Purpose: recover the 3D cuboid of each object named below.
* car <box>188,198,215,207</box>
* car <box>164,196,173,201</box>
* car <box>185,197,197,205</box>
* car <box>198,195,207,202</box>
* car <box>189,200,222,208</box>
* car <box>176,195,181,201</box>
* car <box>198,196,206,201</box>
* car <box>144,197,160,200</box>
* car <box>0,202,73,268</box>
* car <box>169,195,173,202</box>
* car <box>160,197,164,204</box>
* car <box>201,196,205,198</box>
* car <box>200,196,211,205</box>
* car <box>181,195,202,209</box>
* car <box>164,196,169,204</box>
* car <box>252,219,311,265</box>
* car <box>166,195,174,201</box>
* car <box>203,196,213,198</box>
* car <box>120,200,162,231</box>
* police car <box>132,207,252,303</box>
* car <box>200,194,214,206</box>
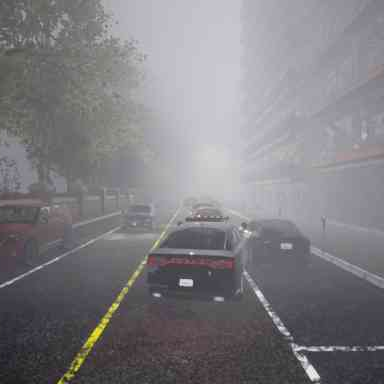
[{"bbox_3d":[0.827,1.483,24.208,1.882,1.535,5.008,0,0,0],"label":"car"},{"bbox_3d":[-5.950,1.622,84.619,2.008,1.369,4.403,0,0,0],"label":"car"},{"bbox_3d":[-0.179,1.599,58.795,1.994,1.385,4.181,0,0,0],"label":"car"},{"bbox_3d":[2.447,1.502,79.015,1.967,1.590,4.097,0,0,0],"label":"car"},{"bbox_3d":[0.845,1.458,18.398,1.801,1.575,5.366,0,0,0],"label":"car"},{"bbox_3d":[-3.274,1.587,89.369,1.837,1.490,4.892,0,-1,0],"label":"car"},{"bbox_3d":[2.430,1.638,84.646,1.947,1.339,4.313,0,0,0],"label":"car"},{"bbox_3d":[-5.829,1.461,45.209,1.967,1.590,4.097,0,0,0],"label":"car"},{"bbox_3d":[-5.724,1.316,11.428,2.192,1.841,5.009,0,0,0],"label":"car"},{"bbox_3d":[-5.932,1.587,78.819,1.752,1.417,4.829,0,0,0],"label":"car"},{"bbox_3d":[-5.847,1.467,50.837,1.967,1.590,4.097,0,0,0],"label":"car"},{"bbox_3d":[2.551,1.565,45.235,1.887,1.381,4.507,0,0,0],"label":"car"},{"bbox_3d":[2.499,1.479,62.125,1.967,1.590,4.097,0,0,0],"label":"car"},{"bbox_3d":[-0.107,1.374,46.105,2.097,1.767,4.553,0,0,0],"label":"car"},{"bbox_3d":[-5.880,1.590,62.098,2.008,1.369,4.403,0,0,0],"label":"car"},{"bbox_3d":[2.656,1.567,11.454,1.947,1.339,4.313,0,0,0],"label":"car"},{"bbox_3d":[-5.967,1.607,90.080,1.752,1.417,4.829,0,0,0],"label":"car"},{"bbox_3d":[2.569,1.560,39.604,1.887,1.381,4.507,0,0,0],"label":"car"},{"bbox_3d":[-3.161,1.508,20.700,1.837,1.490,4.892,0,0,0],"label":"car"},{"bbox_3d":[0.419,1.426,8.504,1.930,1.638,5.238,0,0,12],"label":"police car"},{"bbox_3d":[2.516,1.348,56.494,2.192,1.841,5.009,0,0,0],"label":"car"}]
